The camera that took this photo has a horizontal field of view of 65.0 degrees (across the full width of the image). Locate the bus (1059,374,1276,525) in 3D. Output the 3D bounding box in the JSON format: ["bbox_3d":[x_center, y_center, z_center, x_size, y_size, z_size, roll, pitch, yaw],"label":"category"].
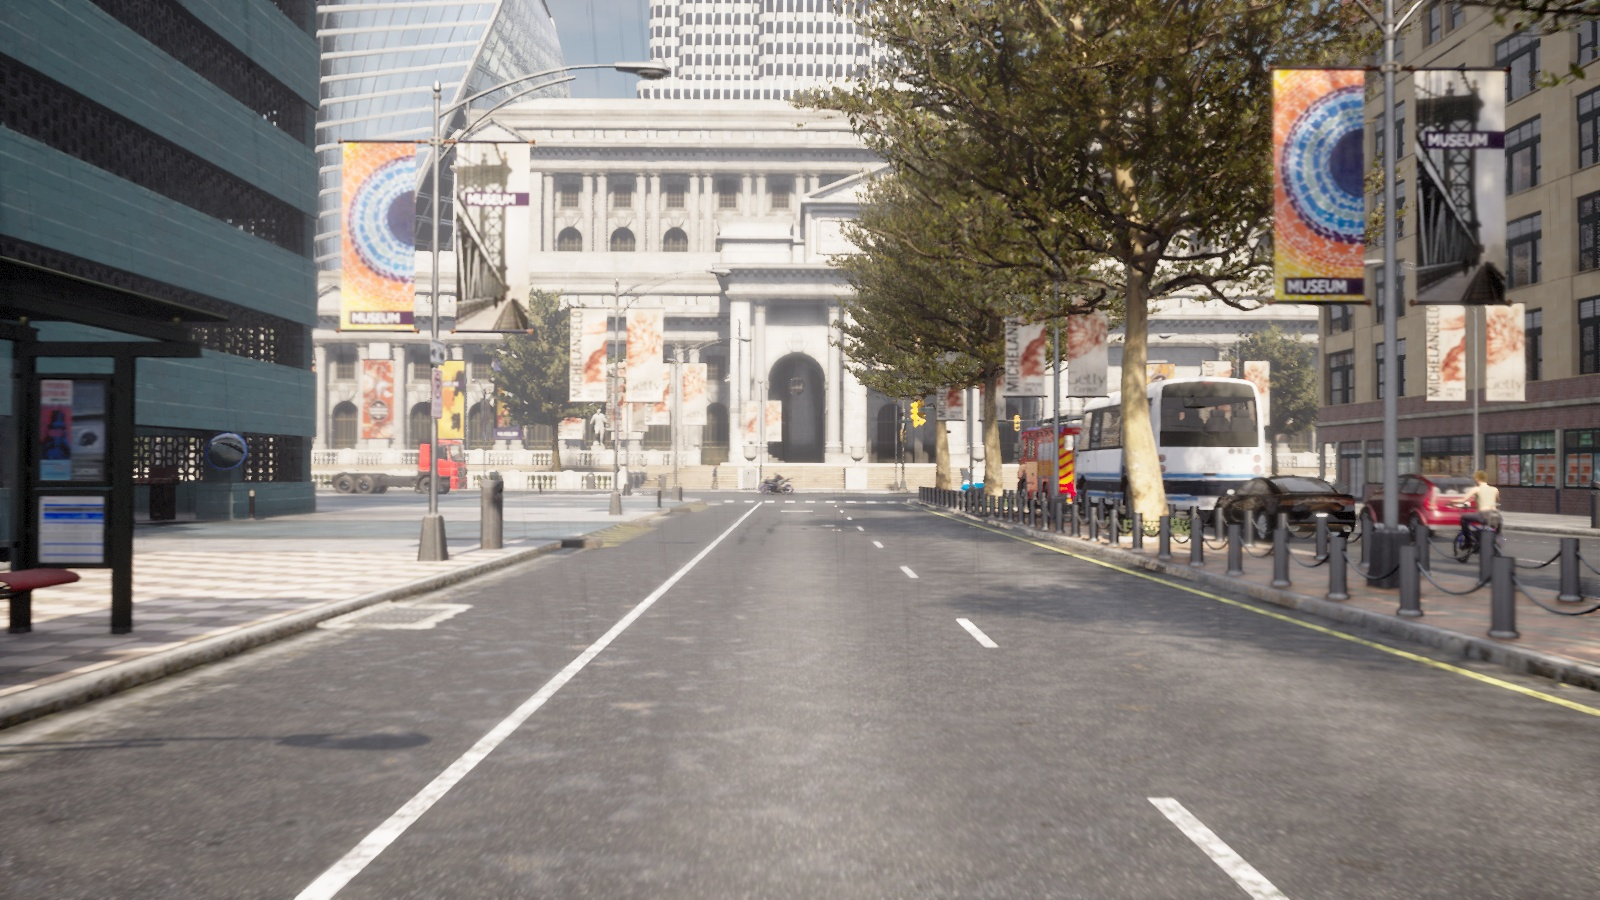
[{"bbox_3d":[11.396,0.070,40.468,3.944,4.253,10.273,0,-1,0],"label":"bus"}]

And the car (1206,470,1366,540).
[{"bbox_3d":[11.428,1.248,29.966,1.882,1.535,5.008,0,-1,0],"label":"car"}]

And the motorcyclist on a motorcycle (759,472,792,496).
[{"bbox_3d":[-1.605,2.241,82.734,2.191,1.530,0.866,0,-1,0],"label":"motorcyclist on a motorcycle"}]

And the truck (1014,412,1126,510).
[{"bbox_3d":[11.318,0.501,53.551,2.891,3.827,8.468,0,-1,0],"label":"truck"}]

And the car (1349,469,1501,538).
[{"bbox_3d":[14.926,1.239,30.210,1.789,1.549,3.705,0,-1,0],"label":"car"}]

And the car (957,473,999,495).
[{"bbox_3d":[11.272,2.156,79.572,2.207,1.376,1.481,1,-2,-29],"label":"car"}]

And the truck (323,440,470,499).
[{"bbox_3d":[-24.267,1.198,75.779,7.936,3.462,2.891,0,-1,0],"label":"truck"}]

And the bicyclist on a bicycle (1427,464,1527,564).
[{"bbox_3d":[11.455,1.061,21.305,0.866,1.612,1.509,0,0,0],"label":"bicyclist on a bicycle"}]
